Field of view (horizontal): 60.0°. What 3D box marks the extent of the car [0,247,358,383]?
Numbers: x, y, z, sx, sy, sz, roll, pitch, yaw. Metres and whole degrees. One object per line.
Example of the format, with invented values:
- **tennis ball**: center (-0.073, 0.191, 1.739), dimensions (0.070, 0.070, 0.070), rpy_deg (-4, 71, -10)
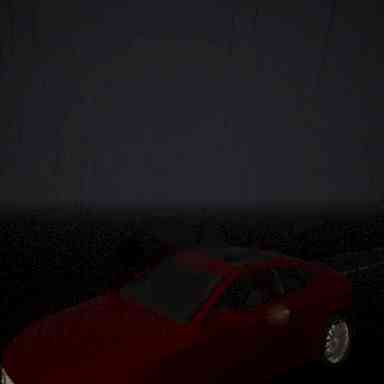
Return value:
- **car**: center (0.268, 1.507, 4.183), dimensions (4.674, 1.442, 1.812), rpy_deg (-1, 0, -35)
